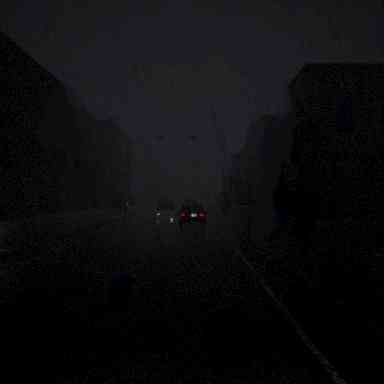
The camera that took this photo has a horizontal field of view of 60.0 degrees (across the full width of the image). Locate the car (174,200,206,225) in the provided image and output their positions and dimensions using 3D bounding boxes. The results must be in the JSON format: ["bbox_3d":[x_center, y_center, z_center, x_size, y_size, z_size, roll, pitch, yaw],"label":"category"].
[{"bbox_3d":[0.003,1.549,24.127,2.033,1.411,5.357,0,0,-1],"label":"car"}]

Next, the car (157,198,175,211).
[{"bbox_3d":[-3.099,1.481,40.084,1.882,1.535,5.008,0,0,0],"label":"car"}]
